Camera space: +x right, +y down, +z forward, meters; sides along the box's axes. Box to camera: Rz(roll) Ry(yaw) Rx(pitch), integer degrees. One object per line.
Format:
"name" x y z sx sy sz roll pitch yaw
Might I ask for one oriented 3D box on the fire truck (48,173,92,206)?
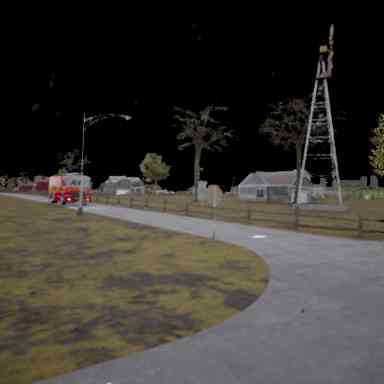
"fire truck" -15.017 -0.398 40.535 2.891 3.827 8.468 3 0 -35
